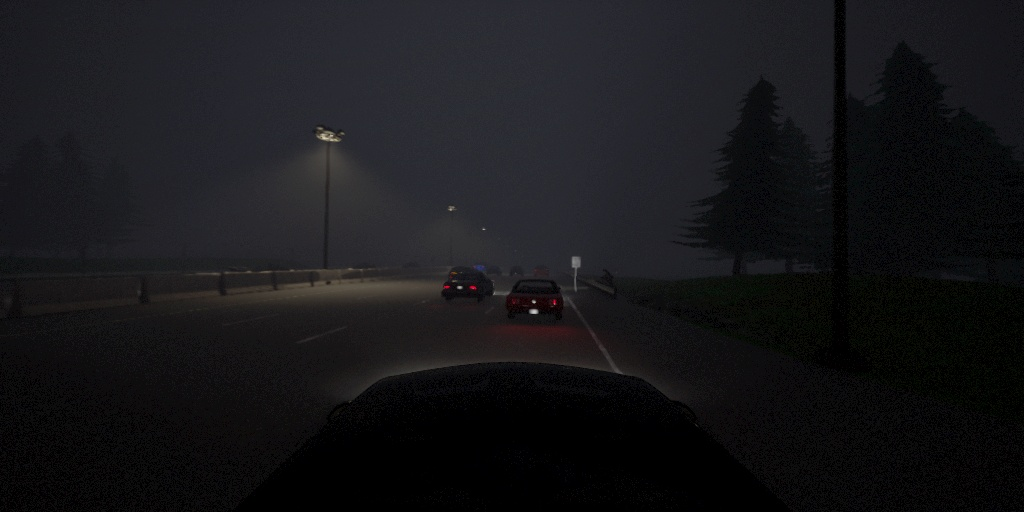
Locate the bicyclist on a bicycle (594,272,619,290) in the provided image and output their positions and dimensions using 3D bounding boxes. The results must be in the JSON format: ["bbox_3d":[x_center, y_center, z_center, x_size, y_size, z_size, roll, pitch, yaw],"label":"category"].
[{"bbox_3d":[7.235,1.894,27.617,1.656,0.582,1.620,8,21,5],"label":"bicyclist on a bicycle"}]

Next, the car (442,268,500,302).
[{"bbox_3d":[-2.145,1.526,18.729,2.033,1.411,5.357,1,-1,5],"label":"car"}]

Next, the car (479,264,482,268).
[{"bbox_3d":[-6.212,2.165,52.552,1.895,1.301,4.718,1,-1,5],"label":"car"}]

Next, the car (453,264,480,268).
[{"bbox_3d":[-4.435,1.706,32.254,1.837,1.490,4.892,1,-2,5],"label":"car"}]

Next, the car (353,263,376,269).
[{"bbox_3d":[-23.382,1.850,57.046,2.128,1.511,4.902,1,-1,5],"label":"car"}]

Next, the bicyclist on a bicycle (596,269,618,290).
[{"bbox_3d":[7.023,1.765,26.584,1.656,1.620,0.582,4,-1,6],"label":"bicyclist on a bicycle"}]

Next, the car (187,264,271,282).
[{"bbox_3d":[-19.383,1.404,24.595,1.895,1.301,4.718,1,-1,5],"label":"car"}]

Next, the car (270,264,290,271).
[{"bbox_3d":[-25.216,1.512,37.332,1.994,1.385,4.181,1,-1,6],"label":"car"}]

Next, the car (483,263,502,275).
[{"bbox_3d":[-2.624,2.164,53.262,1.812,1.442,4.674,1,-1,5],"label":"car"}]

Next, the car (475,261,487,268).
[{"bbox_3d":[-5.305,1.995,62.520,2.150,2.045,5.566,1,-1,5],"label":"car"}]

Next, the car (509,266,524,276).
[{"bbox_3d":[0.719,2.166,51.476,1.837,1.490,4.892,1,-1,5],"label":"car"}]

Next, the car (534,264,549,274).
[{"bbox_3d":[4.242,2.075,51.548,2.097,1.767,4.553,1,-1,5],"label":"car"}]

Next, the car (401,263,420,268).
[{"bbox_3d":[-16.288,1.841,57.719,2.097,1.767,4.553,1,-1,5],"label":"car"}]

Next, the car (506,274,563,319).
[{"bbox_3d":[0.920,1.544,13.804,1.895,1.301,4.718,1,-1,5],"label":"car"}]
